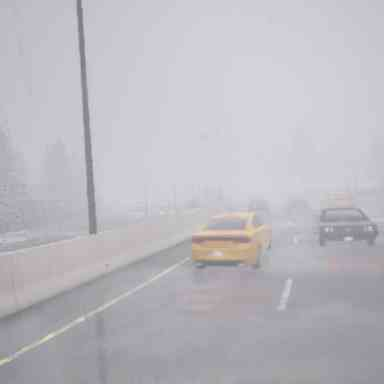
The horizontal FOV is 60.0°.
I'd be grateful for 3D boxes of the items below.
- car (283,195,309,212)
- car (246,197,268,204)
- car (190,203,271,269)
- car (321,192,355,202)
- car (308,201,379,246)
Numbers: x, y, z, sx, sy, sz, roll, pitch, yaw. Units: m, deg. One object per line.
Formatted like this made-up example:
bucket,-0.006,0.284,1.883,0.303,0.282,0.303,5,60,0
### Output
car,9.582,0.999,30.752,1.812,1.442,4.674,-3,0,7
car,6.101,1.181,30.991,2.128,1.511,4.902,-4,0,8
car,1.461,1.410,10.955,1.882,1.535,5.008,-3,0,19
car,12.997,0.737,29.868,1.882,1.535,5.008,-3,0,8
car,5.934,1.262,13.385,1.895,1.301,4.718,-4,0,17
